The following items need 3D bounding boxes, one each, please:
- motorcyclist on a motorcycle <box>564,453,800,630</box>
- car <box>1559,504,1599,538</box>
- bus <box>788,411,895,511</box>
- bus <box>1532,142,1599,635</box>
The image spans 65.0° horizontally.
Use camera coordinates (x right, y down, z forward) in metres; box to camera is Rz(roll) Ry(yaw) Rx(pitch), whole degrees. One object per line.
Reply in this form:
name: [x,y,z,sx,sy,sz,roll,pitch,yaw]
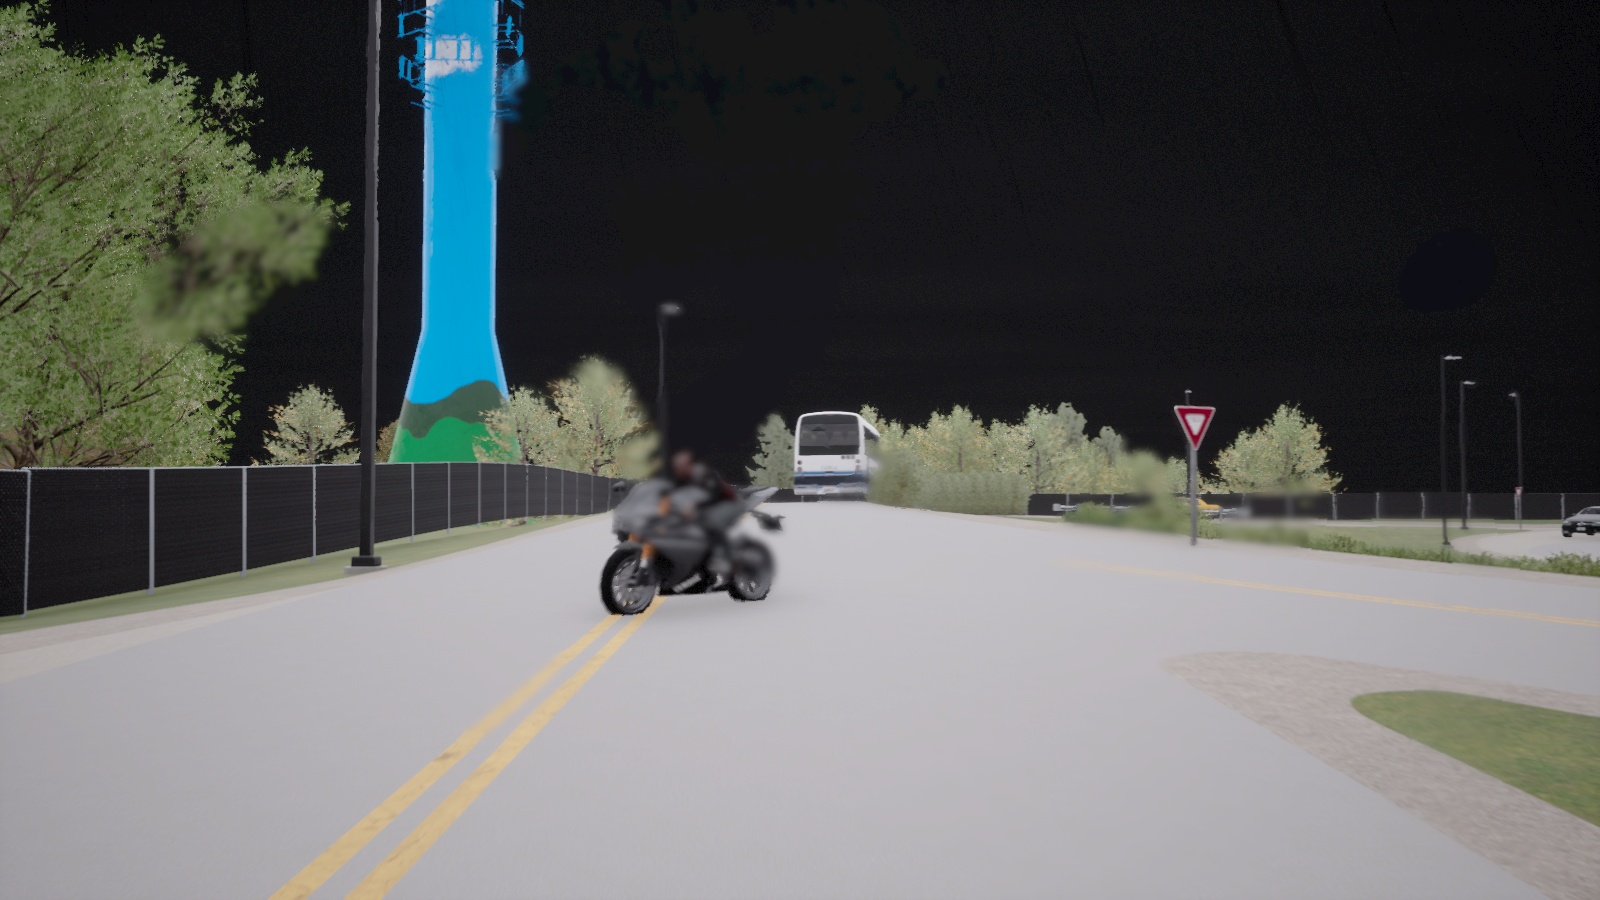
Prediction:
motorcyclist on a motorcycle: [-1.077,0.798,11.947,0.866,1.530,2.191,0,0,43]
car: [42.609,3.748,66.852,5.027,1.651,2.152,1,-1,-39]
bus: [2.228,0.743,61.200,3.944,4.253,10.273,-1,-4,9]
bus: [11.162,-0.497,8.207,3.944,4.253,10.273,1,-1,-36]
